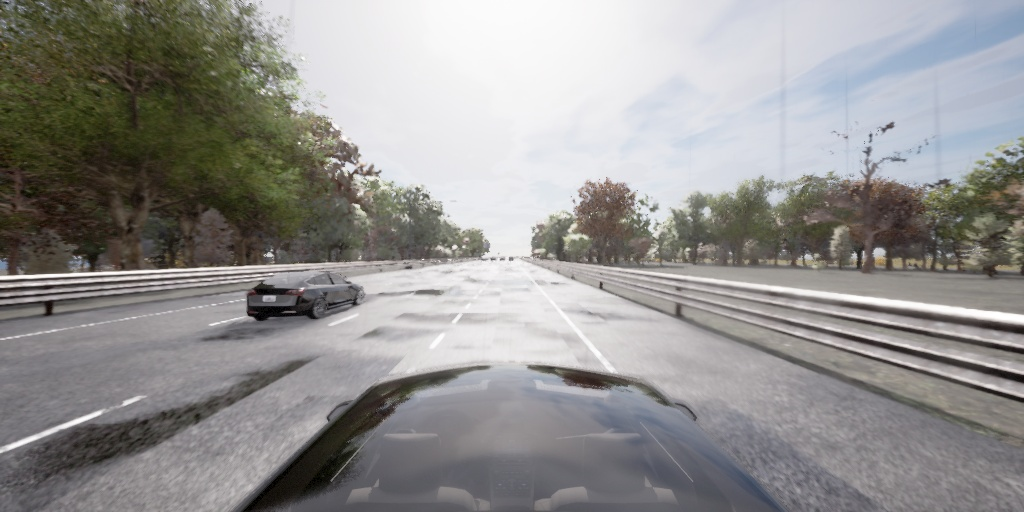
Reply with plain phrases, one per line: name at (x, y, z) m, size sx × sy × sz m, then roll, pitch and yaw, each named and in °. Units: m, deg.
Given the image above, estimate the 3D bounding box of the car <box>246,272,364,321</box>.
car at (-6.977, 1.273, 12.627) m, size 2.163 × 1.488 × 4.792 m, roll 0°, pitch 0°, yaw 0°
